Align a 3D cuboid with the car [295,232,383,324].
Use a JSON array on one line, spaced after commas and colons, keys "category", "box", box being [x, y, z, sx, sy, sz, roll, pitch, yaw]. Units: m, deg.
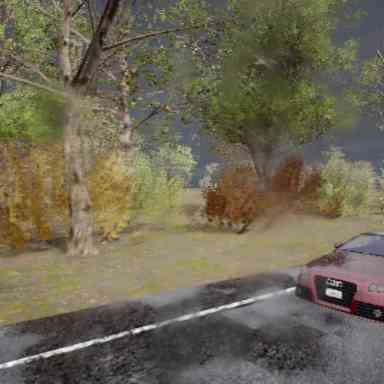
[{"category": "car", "box": [4.066, 1.560, 6.890, 4.181, 1.385, 1.994, 0, 0, -35]}]
